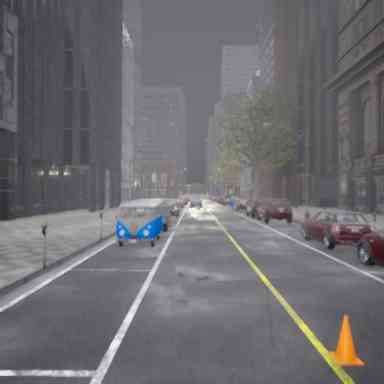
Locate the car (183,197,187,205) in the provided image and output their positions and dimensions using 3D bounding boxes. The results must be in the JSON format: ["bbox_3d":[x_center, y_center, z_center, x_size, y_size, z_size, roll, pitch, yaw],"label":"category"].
[{"bbox_3d":[-2.047,1.721,48.649,1.802,1.307,4.206,0,0,0],"label":"car"}]

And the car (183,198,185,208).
[{"bbox_3d":[-2.111,1.640,37.371,1.887,1.381,4.507,0,0,0],"label":"car"}]

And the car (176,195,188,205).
[{"bbox_3d":[-1.952,1.533,65.565,2.192,1.841,5.009,0,0,0],"label":"car"}]

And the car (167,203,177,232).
[{"bbox_3d":[-2.206,1.599,20.455,1.947,1.339,4.313,0,0,0],"label":"car"}]

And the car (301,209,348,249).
[{"bbox_3d":[6.289,1.510,14.753,1.967,1.590,4.097,0,0,0],"label":"car"}]

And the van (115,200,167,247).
[{"bbox_3d":[-2.235,1.358,14.817,1.690,1.788,3.998,0,0,0],"label":"van"}]

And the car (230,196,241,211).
[{"bbox_3d":[6.447,1.610,42.950,1.967,1.590,4.097,0,0,0],"label":"car"}]

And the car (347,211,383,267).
[{"bbox_3d":[6.257,1.496,9.114,1.967,1.590,4.097,0,0,0],"label":"car"}]

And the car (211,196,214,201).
[{"bbox_3d":[6.698,1.970,88.064,1.947,1.339,4.313,0,0,0],"label":"car"}]

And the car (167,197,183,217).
[{"bbox_3d":[-2.142,1.514,31.733,1.967,1.590,4.097,0,0,0],"label":"car"}]

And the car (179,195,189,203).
[{"bbox_3d":[-1.889,1.600,76.843,2.192,1.841,5.009,0,0,0],"label":"car"}]

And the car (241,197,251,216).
[{"bbox_3d":[6.384,1.441,31.671,2.192,1.841,5.009,0,0,0],"label":"car"}]

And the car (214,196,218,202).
[{"bbox_3d":[6.605,1.619,71.147,2.192,1.841,5.009,0,0,0],"label":"car"}]

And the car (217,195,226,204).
[{"bbox_3d":[6.571,1.837,65.506,1.947,1.339,4.313,0,0,0],"label":"car"}]

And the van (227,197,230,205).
[{"bbox_3d":[6.479,1.532,48.590,1.690,1.788,3.998,0,0,0],"label":"van"}]

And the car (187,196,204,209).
[{"bbox_3d":[0.627,1.686,49.964,1.812,1.442,4.674,0,0,0],"label":"car"}]

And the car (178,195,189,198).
[{"bbox_3d":[-1.985,1.712,59.757,1.752,1.417,4.829,0,0,0],"label":"car"}]

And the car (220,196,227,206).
[{"bbox_3d":[6.540,1.822,59.868,1.802,1.307,4.206,0,0,0],"label":"car"}]

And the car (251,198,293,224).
[{"bbox_3d":[6.352,1.420,26.033,2.192,1.841,5.009,0,0,0],"label":"car"}]

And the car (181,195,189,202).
[{"bbox_3d":[-1.826,1.667,88.120,2.192,1.841,5.009,0,0,0],"label":"car"}]

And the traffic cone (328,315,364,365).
[{"bbox_3d":[2.094,1.976,4.531,0.340,0.580,0.340,0,0,0],"label":"traffic cone"}]
